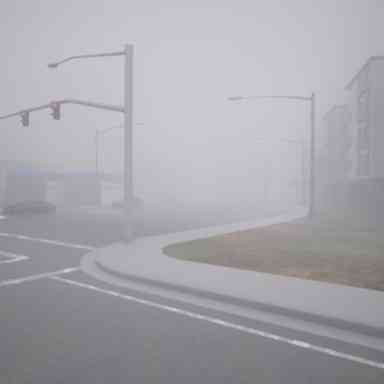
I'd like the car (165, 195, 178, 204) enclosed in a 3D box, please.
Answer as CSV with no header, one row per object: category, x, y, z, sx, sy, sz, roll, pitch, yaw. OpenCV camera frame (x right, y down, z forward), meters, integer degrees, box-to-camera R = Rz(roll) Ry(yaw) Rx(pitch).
car,-3.457,1.342,56.808,1.837,1.490,4.892,0,0,1

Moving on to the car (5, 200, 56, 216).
car,-14.493,1.407,30.046,1.994,1.385,4.181,0,0,36

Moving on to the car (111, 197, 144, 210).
car,-7.746,1.317,40.342,1.882,1.535,5.008,0,0,25
